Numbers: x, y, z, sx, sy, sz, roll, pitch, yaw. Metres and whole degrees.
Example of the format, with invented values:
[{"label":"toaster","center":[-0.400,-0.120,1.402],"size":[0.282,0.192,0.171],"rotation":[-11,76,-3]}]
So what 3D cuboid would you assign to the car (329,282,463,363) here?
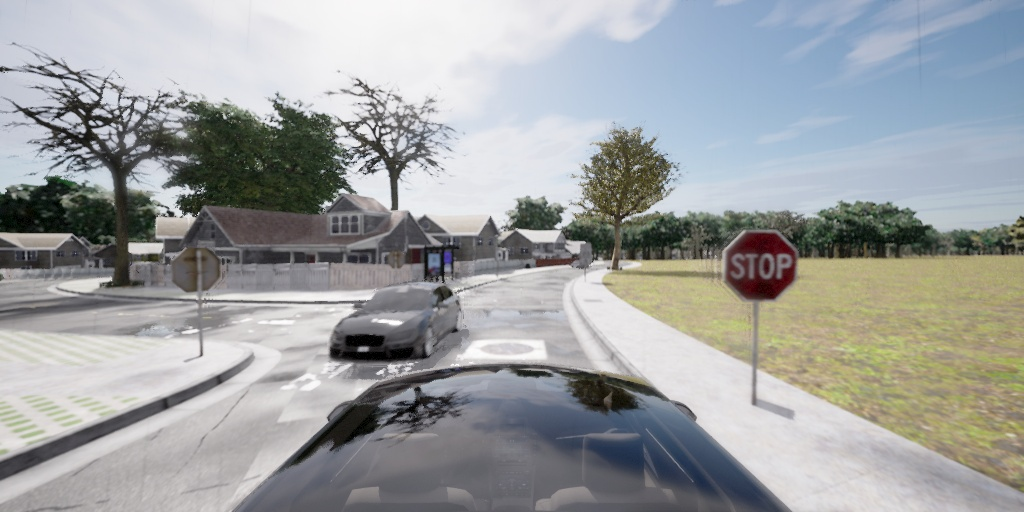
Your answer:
[{"label":"car","center":[-2.473,1.433,8.771],"size":[1.837,1.490,4.892],"rotation":[-1,-1,4]}]

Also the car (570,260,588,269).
[{"label":"car","center":[11.034,1.373,58.856],"size":[2.128,1.511,4.902],"rotation":[1,1,27]}]
